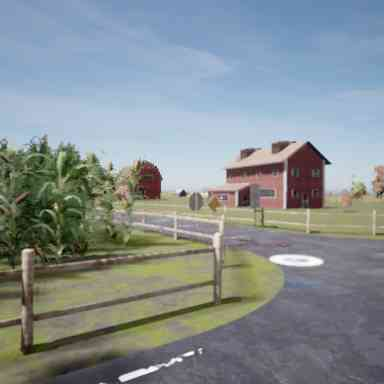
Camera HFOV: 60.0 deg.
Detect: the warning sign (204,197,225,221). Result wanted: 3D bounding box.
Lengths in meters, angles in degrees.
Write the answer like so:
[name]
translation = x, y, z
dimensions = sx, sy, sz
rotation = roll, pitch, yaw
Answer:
[warning sign]
translation = 1.811, 1.336, 26.871
dimensions = 1.300, 1.860, 1.060
rotation = 1, 0, -35
